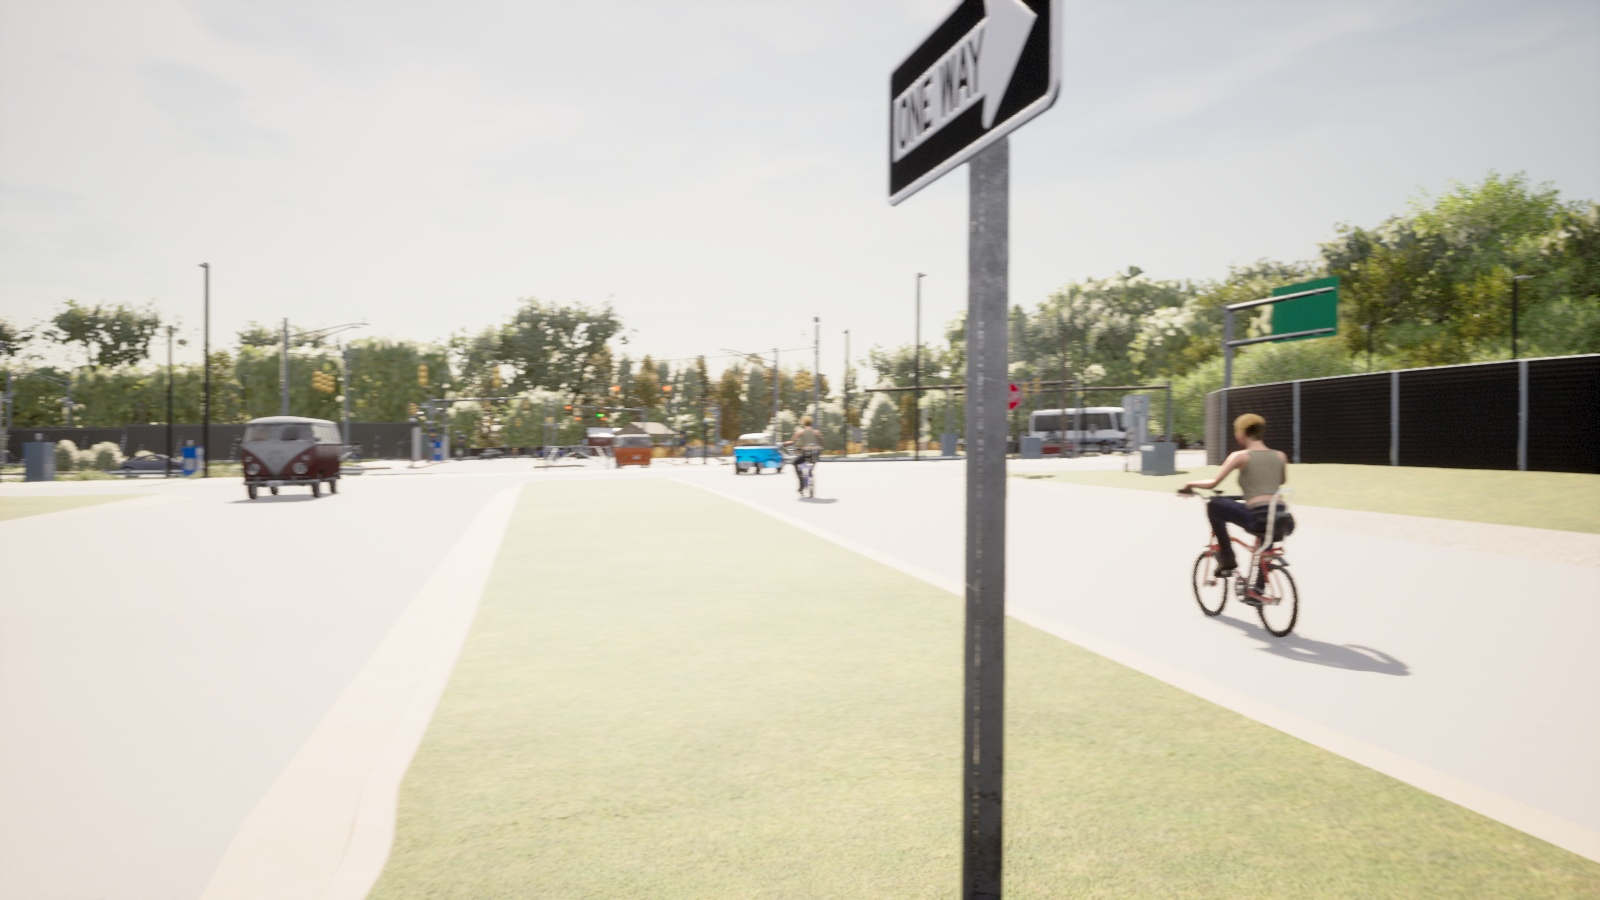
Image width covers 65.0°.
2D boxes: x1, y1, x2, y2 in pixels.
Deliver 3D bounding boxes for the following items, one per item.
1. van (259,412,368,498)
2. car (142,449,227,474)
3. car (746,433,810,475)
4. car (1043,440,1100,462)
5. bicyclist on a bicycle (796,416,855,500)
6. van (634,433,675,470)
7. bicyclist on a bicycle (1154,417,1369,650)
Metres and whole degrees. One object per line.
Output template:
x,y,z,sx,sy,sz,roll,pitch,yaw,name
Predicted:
-12.170,0.094,31.675,1.775,1.987,4.442,-1,1,-11,van
-36.675,0.673,74.967,4.181,1.385,1.994,0,1,-11,car
-0.736,0.121,42.785,1.481,1.376,2.207,-1,1,19,car
20.069,0.051,92.910,3.705,1.549,1.789,-1,1,-12,car
0.491,0.147,24.886,0.866,1.612,1.509,0,1,-11,bicyclist on a bicycle
-8.130,0.077,69.941,1.775,1.987,4.442,0,1,-13,van
3.421,0.559,9.478,0.866,1.612,1.509,0,1,-9,bicyclist on a bicycle
